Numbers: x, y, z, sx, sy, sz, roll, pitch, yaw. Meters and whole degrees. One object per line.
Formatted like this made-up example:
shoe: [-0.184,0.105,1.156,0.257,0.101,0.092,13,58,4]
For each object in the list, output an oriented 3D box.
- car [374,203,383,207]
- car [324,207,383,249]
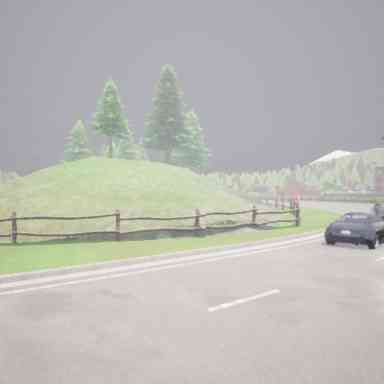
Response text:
car: [15.436,1.563,26.518,2.033,1.411,5.357,0,0,23]
car: [7.506,1.572,14.647,1.994,1.385,4.181,0,0,44]
